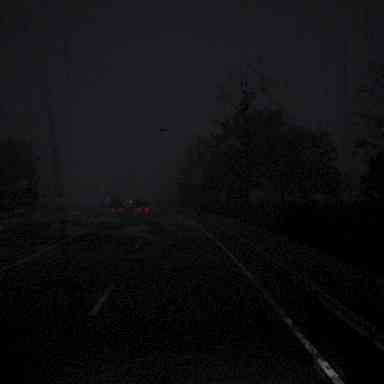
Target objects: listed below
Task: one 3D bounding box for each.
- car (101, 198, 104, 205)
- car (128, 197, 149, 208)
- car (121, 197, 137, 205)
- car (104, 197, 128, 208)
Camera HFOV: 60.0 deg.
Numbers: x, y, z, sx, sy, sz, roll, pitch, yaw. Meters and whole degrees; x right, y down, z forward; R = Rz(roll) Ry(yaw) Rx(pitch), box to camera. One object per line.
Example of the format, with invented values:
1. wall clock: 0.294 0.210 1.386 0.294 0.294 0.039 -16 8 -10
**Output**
1. car: -14.975 1.604 59.115 2.033 1.411 5.357 0 0 -23
2. car: -7.719 1.531 49.602 2.128 1.511 4.902 0 0 -20
3. car: -11.289 1.616 59.373 1.994 1.385 4.181 0 0 -23
4. car: -11.386 1.537 49.536 2.128 1.511 4.902 0 0 -20
